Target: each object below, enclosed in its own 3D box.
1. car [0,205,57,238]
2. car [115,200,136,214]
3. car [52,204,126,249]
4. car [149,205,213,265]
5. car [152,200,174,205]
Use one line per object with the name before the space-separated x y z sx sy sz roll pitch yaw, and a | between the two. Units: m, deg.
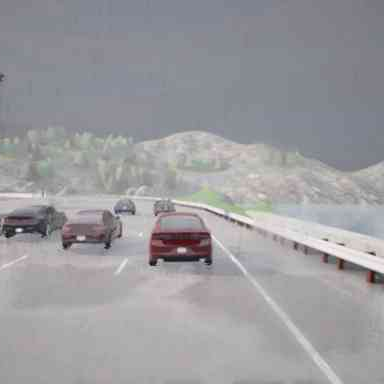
car | -7.926 1.434 17.230 1.837 1.490 4.892 0 0 -6
car | -6.536 1.420 32.516 1.994 1.385 4.181 0 0 -10
car | -4.126 1.464 14.170 1.812 1.442 4.674 0 0 -4
car | -0.437 1.423 11.549 1.882 1.535 5.008 0 0 -4
car | -2.592 1.407 30.487 2.033 1.411 5.357 0 0 -9
